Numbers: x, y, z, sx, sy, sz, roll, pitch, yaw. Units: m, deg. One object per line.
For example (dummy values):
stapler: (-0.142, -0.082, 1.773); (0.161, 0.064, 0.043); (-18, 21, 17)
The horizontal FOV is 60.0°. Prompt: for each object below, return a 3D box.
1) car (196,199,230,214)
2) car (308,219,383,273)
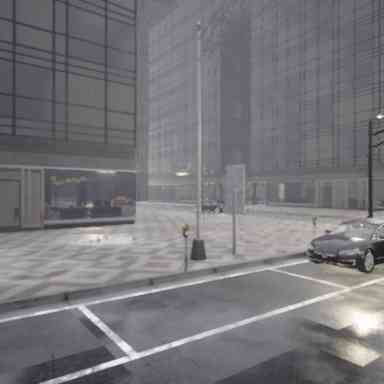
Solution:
car: (2.390, 1.481, 34.834); (1.837, 1.490, 4.892); (0, 0, -36)
car: (5.478, 1.555, 10.553); (4.403, 1.369, 2.008); (0, 0, -35)
